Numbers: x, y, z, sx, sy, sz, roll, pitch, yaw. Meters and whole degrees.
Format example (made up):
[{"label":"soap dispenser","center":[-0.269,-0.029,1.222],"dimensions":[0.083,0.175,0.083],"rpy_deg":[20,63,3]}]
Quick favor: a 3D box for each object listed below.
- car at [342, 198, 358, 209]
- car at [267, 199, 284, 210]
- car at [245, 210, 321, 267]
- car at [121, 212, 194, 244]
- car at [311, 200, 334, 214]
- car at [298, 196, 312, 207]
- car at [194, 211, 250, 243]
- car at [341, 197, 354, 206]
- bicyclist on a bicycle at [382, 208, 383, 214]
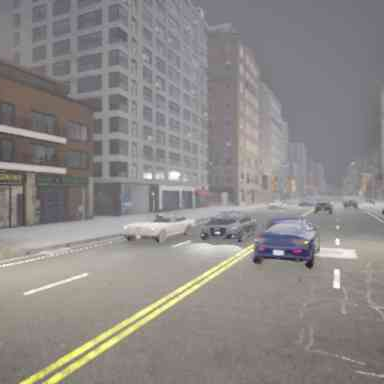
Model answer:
[{"label":"car","center":[23.830,1.725,50.032],"dimensions":[1.837,1.490,4.892],"rpy_deg":[-1,-1,24]},{"label":"car","center":[12.062,1.805,47.965],"dimensions":[1.812,1.442,4.674],"rpy_deg":[-1,0,24]},{"label":"car","center":[3.419,1.590,11.691],"dimensions":[1.812,1.442,4.674],"rpy_deg":[-1,0,24]},{"label":"car","center":[-1.552,1.736,17.026],"dimensions":[1.895,1.301,4.718],"rpy_deg":[-1,0,24]},{"label":"car","center":[15.469,1.696,39.086],"dimensions":[1.837,1.490,4.892],"rpy_deg":[-1,-1,24]},{"label":"car","center":[19.080,1.648,55.773],"dimensions":[2.097,1.767,4.553],"rpy_deg":[-1,-1,24]},{"label":"car","center":[1.955,1.677,16.927],"dimensions":[1.994,1.385,4.181],"rpy_deg":[-1,0,24]},{"label":"car","center":[28.971,1.780,61.956],"dimensions":[2.128,1.511,4.902],"rpy_deg":[-1,0,24]},{"label":"bicyclist on a bicycle","center":[10.614,1.437,18.009],"dimensions":[0.659,1.776,1.843],"rpy_deg":[-1,0,24]}]
